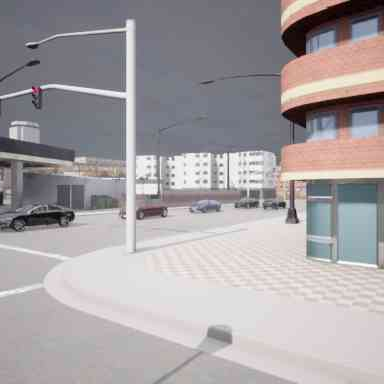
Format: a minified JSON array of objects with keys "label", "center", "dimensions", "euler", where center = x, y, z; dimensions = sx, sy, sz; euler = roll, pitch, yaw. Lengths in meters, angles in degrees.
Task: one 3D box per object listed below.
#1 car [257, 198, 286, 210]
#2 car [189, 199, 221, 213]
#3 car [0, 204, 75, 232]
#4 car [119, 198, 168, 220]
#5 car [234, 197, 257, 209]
[{"label":"car","center":[10.874,1.491,43.695],"dimensions":[2.128,1.511,4.902],"euler":[0,0,35]},{"label":"car","center":[1.544,1.525,36.672],"dimensions":[1.812,1.442,4.674],"euler":[0,0,35]},{"label":"car","center":[-9.590,1.491,20.460],"dimensions":[2.128,1.511,4.902],"euler":[0,0,34]},{"label":"car","center":[-4.112,1.352,28.475],"dimensions":[2.097,1.767,4.553],"euler":[0,0,34]},{"label":"car","center":[7.510,1.477,45.278],"dimensions":[1.882,1.535,5.008],"euler":[0,0,35]}]
